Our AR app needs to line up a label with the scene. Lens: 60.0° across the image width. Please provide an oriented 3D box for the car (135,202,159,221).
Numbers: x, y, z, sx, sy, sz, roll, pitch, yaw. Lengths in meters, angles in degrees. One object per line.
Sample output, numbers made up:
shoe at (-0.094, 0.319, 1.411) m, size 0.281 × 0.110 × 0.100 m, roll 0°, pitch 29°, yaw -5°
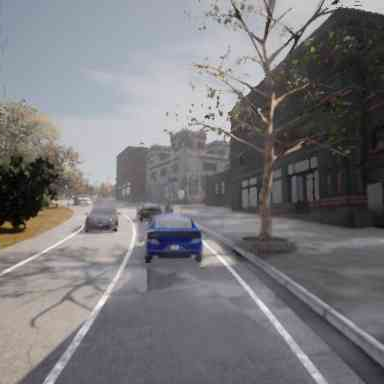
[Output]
car at (-3.785, 1.689, 29.126) m, size 1.837 × 1.490 × 4.892 m, roll 1°, pitch -1°, yaw -14°

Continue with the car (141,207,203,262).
car at (-0.773, 1.546, 12.542) m, size 1.882 × 1.535 × 5.008 m, roll 0°, pitch 0°, yaw -6°

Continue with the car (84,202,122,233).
car at (-5.415, 1.581, 20.490) m, size 1.837 × 1.490 × 4.892 m, roll 1°, pitch 0°, yaw -11°

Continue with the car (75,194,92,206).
car at (-19.100, 1.382, 58.319) m, size 2.150 × 2.045 × 5.566 m, roll 3°, pitch -1°, yaw -28°
